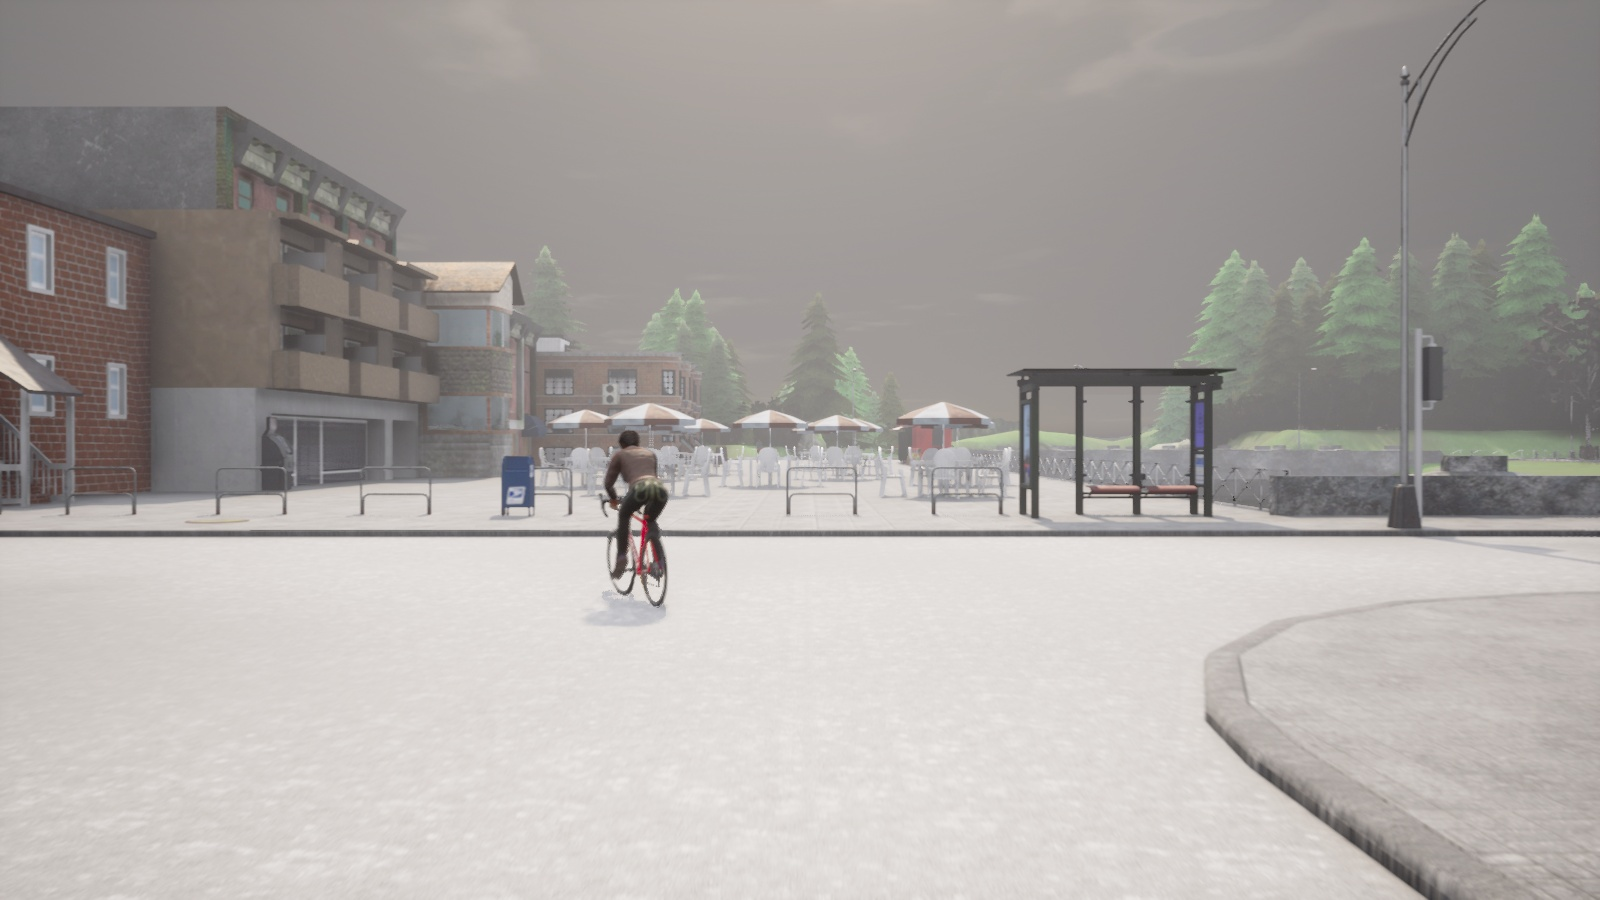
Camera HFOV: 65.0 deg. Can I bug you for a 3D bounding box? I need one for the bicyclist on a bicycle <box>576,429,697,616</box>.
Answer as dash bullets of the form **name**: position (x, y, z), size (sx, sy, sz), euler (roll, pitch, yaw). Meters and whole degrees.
- **bicyclist on a bicycle**: position (-1.570, 0.631, 11.828), size (0.582, 1.620, 1.656), euler (-1, 1, -27)
